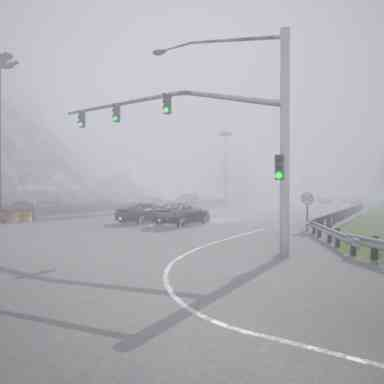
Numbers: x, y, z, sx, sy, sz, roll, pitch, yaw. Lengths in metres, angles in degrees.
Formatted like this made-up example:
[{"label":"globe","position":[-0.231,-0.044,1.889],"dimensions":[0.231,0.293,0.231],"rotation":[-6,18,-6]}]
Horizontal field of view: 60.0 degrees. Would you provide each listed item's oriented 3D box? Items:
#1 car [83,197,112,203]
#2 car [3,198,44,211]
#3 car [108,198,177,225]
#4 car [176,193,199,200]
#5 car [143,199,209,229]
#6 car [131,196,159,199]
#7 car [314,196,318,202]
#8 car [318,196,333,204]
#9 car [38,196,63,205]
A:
[{"label":"car","position":[-10.769,1.536,38.793],"dimensions":[1.895,1.301,4.718],"rotation":[0,0,33]},{"label":"car","position":[-16.198,1.497,30.282],"dimensions":[1.994,1.385,4.181],"rotation":[0,0,33]},{"label":"car","position":[-3.414,1.472,23.912],"dimensions":[1.837,1.490,4.892],"rotation":[0,1,33]},{"label":"car","position":[-0.794,1.160,54.864],"dimensions":[2.150,2.045,5.566],"rotation":[0,0,29]},{"label":"car","position":[-0.623,1.466,21.782],"dimensions":[2.128,1.511,4.902],"rotation":[0,0,33]},{"label":"car","position":[-5.740,1.429,46.748],"dimensions":[2.128,1.511,4.902],"rotation":[0,0,32]},{"label":"car","position":[28.187,1.518,72.883],"dimensions":[2.033,1.411,5.357],"rotation":[0,0,7]},{"label":"car","position":[25.630,1.547,63.296],"dimensions":[1.994,1.385,4.181],"rotation":[0,0,16]},{"label":"car","position":[-19.654,1.263,44.392],"dimensions":[2.097,1.767,4.553],"rotation":[0,0,33]}]
